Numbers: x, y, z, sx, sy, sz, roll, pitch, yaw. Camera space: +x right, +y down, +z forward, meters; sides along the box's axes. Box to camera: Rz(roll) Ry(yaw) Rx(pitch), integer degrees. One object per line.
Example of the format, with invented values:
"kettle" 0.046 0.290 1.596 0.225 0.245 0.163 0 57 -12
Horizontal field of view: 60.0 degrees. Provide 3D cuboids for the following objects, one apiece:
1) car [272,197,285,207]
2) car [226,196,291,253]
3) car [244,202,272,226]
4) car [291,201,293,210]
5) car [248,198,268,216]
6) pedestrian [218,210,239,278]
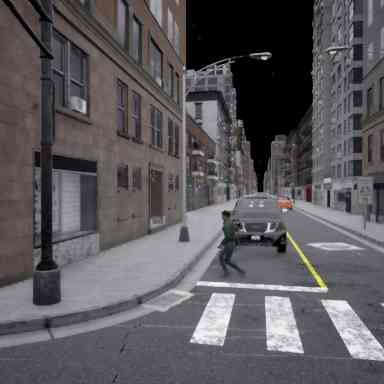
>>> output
"car" 13.682 1.502 52.854 1.837 1.490 4.892 0 0 11
"car" 2.756 1.227 14.188 2.150 2.045 5.566 0 0 11
"car" 4.772 1.534 24.231 1.812 1.442 4.674 0 0 11
"car" 11.801 1.355 43.185 2.097 1.767 4.553 0 0 12
"car" 6.806 1.485 34.286 1.882 1.535 5.008 0 0 12
"pedestrian" 0.942 1.298 8.544 0.375 1.860 0.375 0 0 11
